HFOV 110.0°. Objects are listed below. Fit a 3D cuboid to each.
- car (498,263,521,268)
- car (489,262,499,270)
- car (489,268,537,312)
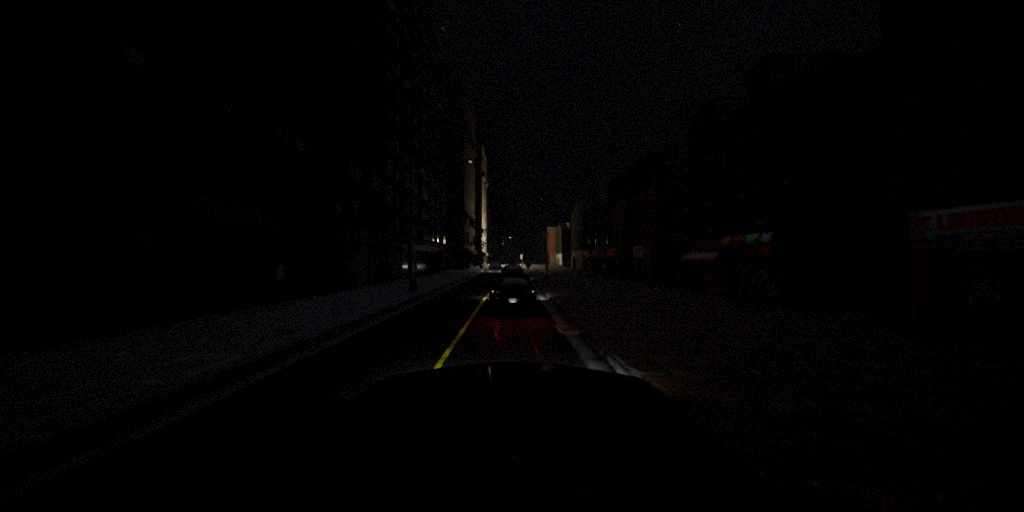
[{"bbox_3d":[0.055,1.463,30.340,1.882,1.535,5.008,0,0,1],"label":"car"},{"bbox_3d":[-2.795,1.672,59.664,1.812,1.442,4.674,0,0,1],"label":"car"},{"bbox_3d":[0.049,1.397,14.870,1.812,1.442,4.674,0,0,0],"label":"car"}]
